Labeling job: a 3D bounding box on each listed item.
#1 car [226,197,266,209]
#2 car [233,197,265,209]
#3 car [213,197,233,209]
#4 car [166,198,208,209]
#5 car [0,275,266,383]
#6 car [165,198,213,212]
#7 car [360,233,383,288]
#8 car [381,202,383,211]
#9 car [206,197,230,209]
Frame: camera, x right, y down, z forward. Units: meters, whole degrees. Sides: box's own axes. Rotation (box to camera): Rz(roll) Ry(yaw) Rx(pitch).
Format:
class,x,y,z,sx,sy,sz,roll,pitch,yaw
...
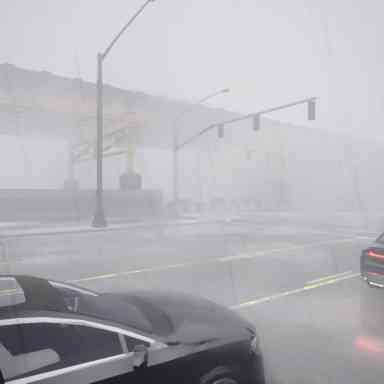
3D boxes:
class,x,y,z,sx,sy,sz,roll,pitch,yaw
car,7.185,1.452,44.463,4.974,1.542,2.038,0,0,-7
car,7.133,1.295,44.457,4.536,1.218,1.853,0,0,-7
car,3.263,1.453,40.715,2.038,1.542,4.974,0,0,18
car,-0.542,1.295,38.049,4.536,1.218,1.853,0,0,8
car,-1.495,1.491,2.688,4.902,1.511,2.128,0,0,-35
car,-0.490,1.453,38.042,4.974,1.542,2.038,0,0,8
car,5.937,1.505,7.970,4.892,1.490,1.837,0,0,-35
car,24.068,1.351,38.968,4.553,1.767,2.097,0,0,-37
car,3.279,1.295,40.765,1.853,1.218,4.536,0,0,18
